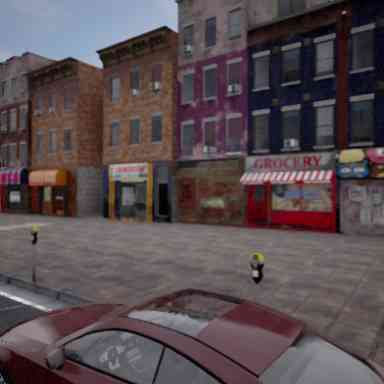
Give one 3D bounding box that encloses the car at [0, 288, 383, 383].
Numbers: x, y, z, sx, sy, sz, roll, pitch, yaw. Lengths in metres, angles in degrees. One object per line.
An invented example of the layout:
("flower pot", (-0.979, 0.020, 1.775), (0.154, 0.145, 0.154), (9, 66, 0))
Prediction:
("car", (-0.195, 1.575, 2.946), (4.206, 1.307, 1.802), (0, 0, 35))
